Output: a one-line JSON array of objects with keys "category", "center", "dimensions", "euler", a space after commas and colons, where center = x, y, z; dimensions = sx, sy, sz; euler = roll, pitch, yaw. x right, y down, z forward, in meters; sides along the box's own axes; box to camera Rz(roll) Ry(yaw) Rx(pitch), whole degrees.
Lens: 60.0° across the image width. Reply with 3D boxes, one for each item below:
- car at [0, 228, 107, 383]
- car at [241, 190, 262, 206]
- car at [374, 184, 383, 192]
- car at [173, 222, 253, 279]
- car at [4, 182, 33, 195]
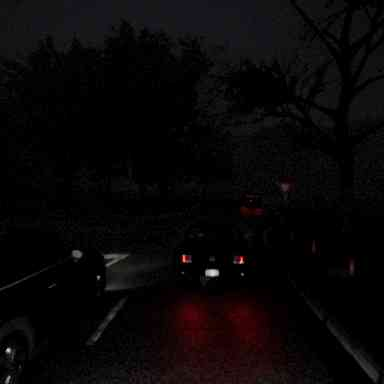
[{"category": "car", "center": [-2.885, 1.334, 5.166], "dimensions": [2.097, 1.767, 4.553], "euler": [0, 0, 2]}, {"category": "car", "center": [5.982, 0.521, 33.495], "dimensions": [2.128, 1.511, 4.902], "euler": [1, 3, 10]}, {"category": "car", "center": [33.553, -0.803, 56.785], "dimensions": [2.185, 1.767, 4.553], "euler": [-1, 3, -17]}, {"category": "car", "center": [0.663, 1.528, 9.866], "dimensions": [1.895, 1.301, 4.718], "euler": [0, 1, 5]}, {"category": "car", "center": [-26.960, -0.489, 50.053], "dimensions": [5.566, 2.045, 2.150], "euler": [-2, 3, -43]}]
